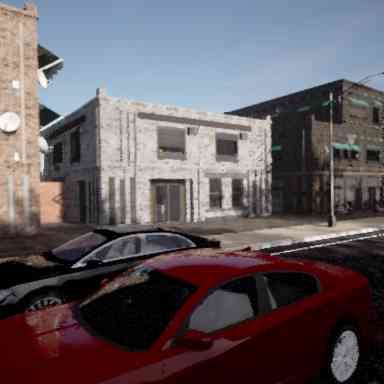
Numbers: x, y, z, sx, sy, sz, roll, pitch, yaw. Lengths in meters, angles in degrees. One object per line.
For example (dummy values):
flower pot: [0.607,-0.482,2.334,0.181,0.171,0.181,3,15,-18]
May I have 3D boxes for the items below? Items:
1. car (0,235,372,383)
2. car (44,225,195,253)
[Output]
car: [0.036,1.457,3.713,5.008,1.535,1.882,-1,0,-35]
car: [-1.531,1.467,6.586,4.902,1.511,2.128,-1,0,-35]
